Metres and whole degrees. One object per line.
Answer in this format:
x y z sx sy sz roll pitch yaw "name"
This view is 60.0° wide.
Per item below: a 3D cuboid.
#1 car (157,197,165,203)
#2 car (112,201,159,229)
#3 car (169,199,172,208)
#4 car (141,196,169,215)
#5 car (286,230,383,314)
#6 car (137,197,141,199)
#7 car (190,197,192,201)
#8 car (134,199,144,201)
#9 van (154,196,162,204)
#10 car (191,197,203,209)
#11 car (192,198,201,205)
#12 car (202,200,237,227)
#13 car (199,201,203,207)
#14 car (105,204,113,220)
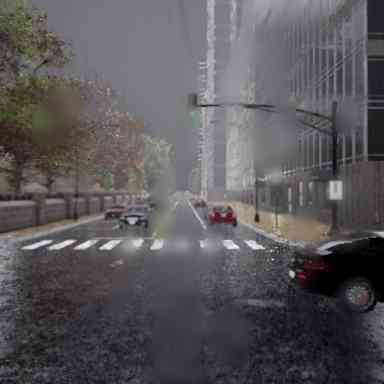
-7.911 2.023 86.187 1.802 1.307 4.206 1 0 -1 "car"
-3.723 1.617 22.855 2.128 1.511 4.902 0 0 -1 "car"
-4.465 1.825 55.597 1.837 1.490 4.892 0 -1 -1 "car"
-4.088 1.436 37.416 2.150 2.045 5.566 0 0 -1 "car"
4.425 1.576 7.117 4.674 1.442 1.812 0 0 0 "car"
-6.906 1.570 46.419 2.192 1.841 5.009 1 0 -1 "car"
1.185 1.796 57.985 1.967 1.590 4.097 1 0 -1 "car"
-6.621 1.738 35.055 2.008 1.369 4.403 0 0 -1 "car"
-7.622 1.737 74.826 1.690 1.788 3.998 1 0 -1 "van"
1.327 1.892 52.305 1.947 1.339 4.313 1 0 -1 "car"
0.894 1.937 69.516 1.752 1.417 4.829 1 0 -1 "car"
2.045 1.598 23.910 1.967 1.590 4.097 0 0 -1 "car"
1.901 1.759 29.588 1.947 1.339 4.313 0 0 -1 "car"
-6.477 1.697 29.374 1.887 1.381 4.507 0 0 -1 "car"
